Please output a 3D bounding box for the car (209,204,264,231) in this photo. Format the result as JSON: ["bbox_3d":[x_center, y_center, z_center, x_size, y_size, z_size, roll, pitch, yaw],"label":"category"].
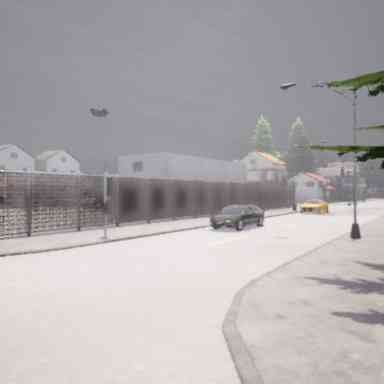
[{"bbox_3d":[2.904,1.512,20.785,1.837,1.490,4.892,0,0,36],"label":"car"}]

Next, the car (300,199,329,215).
[{"bbox_3d":[12.692,1.484,34.417,1.882,1.535,5.008,0,0,36],"label":"car"}]
